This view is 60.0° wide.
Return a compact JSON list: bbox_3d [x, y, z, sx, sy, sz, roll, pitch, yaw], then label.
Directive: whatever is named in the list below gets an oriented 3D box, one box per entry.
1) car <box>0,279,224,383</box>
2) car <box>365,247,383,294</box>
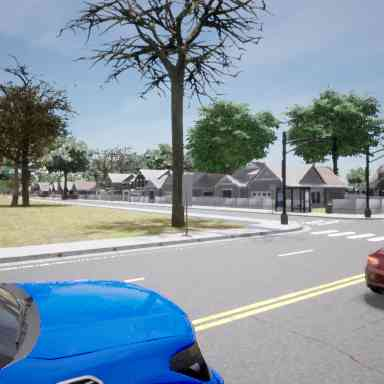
[{"bbox_3d":[-2.399,1.222,1.730,5.566,2.045,2.150,0,0,-36],"label":"car"},{"bbox_3d":[5.677,1.525,7.464,4.674,1.442,1.812,0,0,-36],"label":"car"}]
